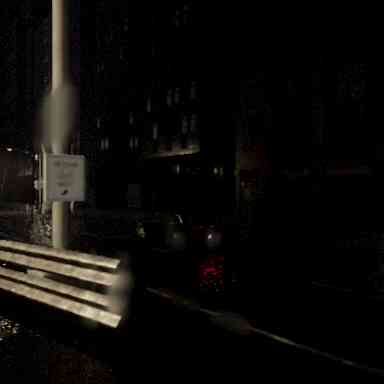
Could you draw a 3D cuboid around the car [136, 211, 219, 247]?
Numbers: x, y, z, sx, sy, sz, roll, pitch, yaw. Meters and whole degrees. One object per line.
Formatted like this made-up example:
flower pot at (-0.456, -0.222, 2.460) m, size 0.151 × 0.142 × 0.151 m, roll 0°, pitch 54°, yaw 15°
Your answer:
car at (-0.834, 1.663, 16.003) m, size 1.837 × 1.490 × 4.892 m, roll 0°, pitch 0°, yaw -41°
